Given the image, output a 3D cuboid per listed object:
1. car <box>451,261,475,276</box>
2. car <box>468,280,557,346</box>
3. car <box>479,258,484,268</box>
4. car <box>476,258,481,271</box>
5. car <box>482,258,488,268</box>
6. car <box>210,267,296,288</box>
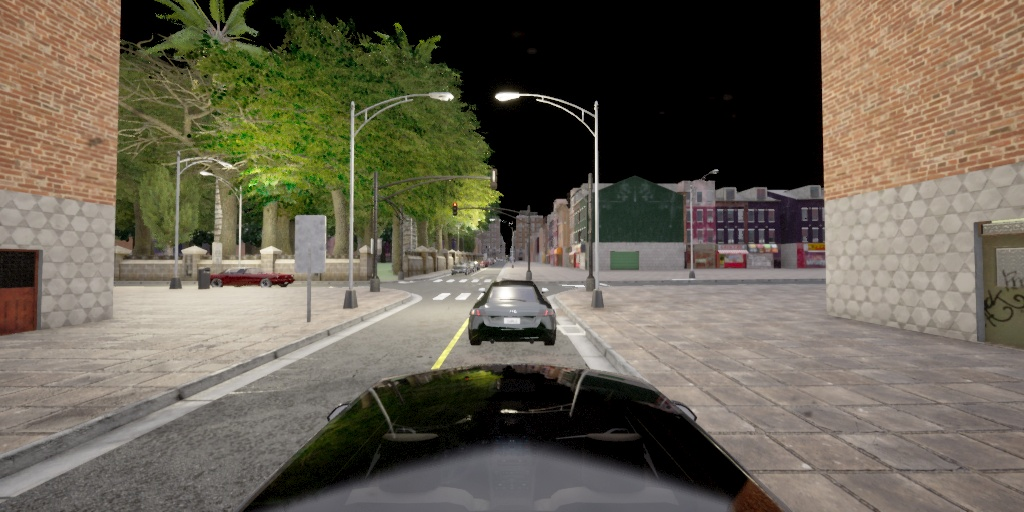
[{"bbox_3d":[-5.455,1.332,38.456,2.007,1.370,4.403,0,0,0],"label":"car"},{"bbox_3d":[0.035,1.317,9.448,1.994,1.385,4.181,0,0,1],"label":"car"},{"bbox_3d":[-5.504,1.370,51.042,1.948,1.339,4.313,0,0,0],"label":"car"},{"bbox_3d":[-5.471,1.344,45.592,2.007,1.370,4.403,0,0,0],"label":"car"},{"bbox_3d":[-5.570,1.416,61.941,1.802,1.307,4.207,0,0,0],"label":"car"},{"bbox_3d":[-16.094,1.341,22.052,4.718,1.301,1.895,0,-1,0],"label":"car"}]
